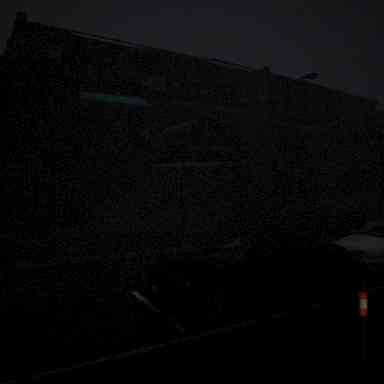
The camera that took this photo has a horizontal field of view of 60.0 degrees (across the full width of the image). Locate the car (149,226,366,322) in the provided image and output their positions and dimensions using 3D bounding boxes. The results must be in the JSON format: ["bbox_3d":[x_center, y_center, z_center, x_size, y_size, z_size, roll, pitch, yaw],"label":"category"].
[{"bbox_3d":[1.460,1.674,7.787,5.008,1.535,2.097,0,-1,-29],"label":"car"}]

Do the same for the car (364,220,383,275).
[{"bbox_3d":[6.589,1.711,11.170,4.674,1.452,2.002,-1,2,-34],"label":"car"}]
